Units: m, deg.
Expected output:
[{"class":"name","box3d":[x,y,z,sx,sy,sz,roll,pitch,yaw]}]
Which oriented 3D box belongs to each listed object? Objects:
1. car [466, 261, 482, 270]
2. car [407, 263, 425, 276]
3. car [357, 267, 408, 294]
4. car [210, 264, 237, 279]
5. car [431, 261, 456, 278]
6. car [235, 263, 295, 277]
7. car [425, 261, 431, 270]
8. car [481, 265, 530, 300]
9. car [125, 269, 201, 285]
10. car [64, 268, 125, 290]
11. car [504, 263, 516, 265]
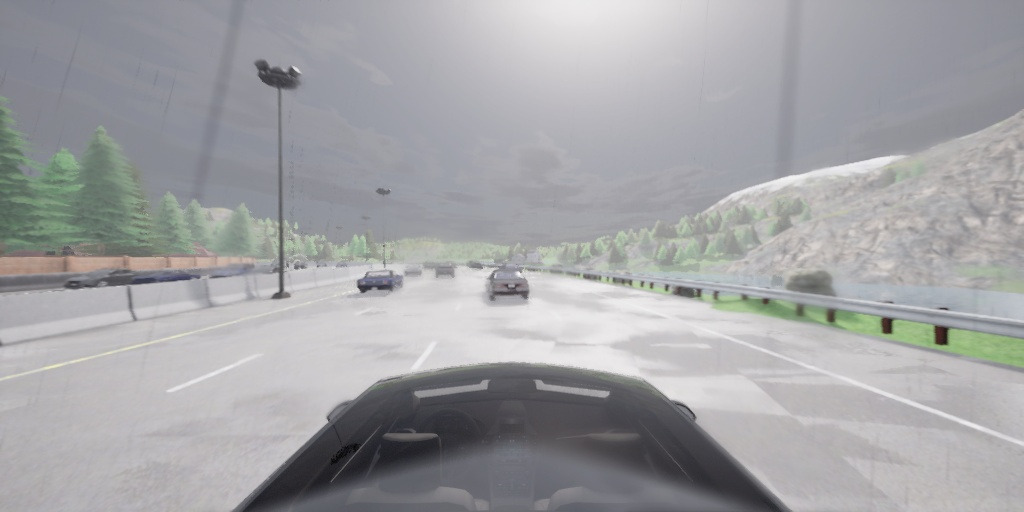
[{"class":"car","box3d":[-6.485,1.528,61.216,1.837,1.490,4.892,1,0,-20]},{"class":"car","box3d":[-11.470,1.617,41.854,1.895,1.301,4.718,-1,0,-14]},{"class":"car","box3d":[-7.858,1.509,21.926,1.895,1.301,4.718,-1,0,-7]},{"class":"car","box3d":[-23.939,1.477,31.239,2.097,1.767,4.553,-1,0,-11]},{"class":"car","box3d":[-7.145,1.444,37.853,2.128,1.511,4.902,0,0,-13]},{"class":"car","box3d":[-20.045,1.581,29.374,1.837,1.490,4.892,-1,-1,-10]},{"class":"car","box3d":[-14.642,1.614,63.013,2.128,1.511,4.902,0,0,-22]},{"class":"car","box3d":[-0.326,1.356,18.155,2.033,1.411,5.357,-1,0,-7]},{"class":"car","box3d":[-26.891,1.751,28.060,1.895,1.301,4.718,-1,0,-10]},{"class":"car","box3d":[-30.244,1.688,26.809,1.837,1.490,4.892,-1,0,-10]},{"class":"car","box3d":[-0.349,1.443,39.395,1.994,1.385,4.181,0,0,-13]}]
